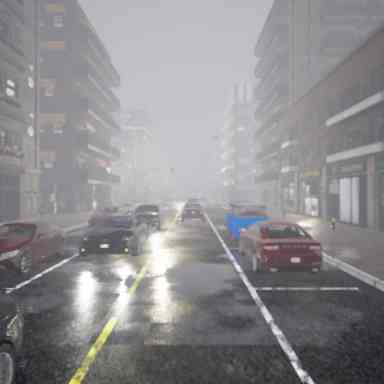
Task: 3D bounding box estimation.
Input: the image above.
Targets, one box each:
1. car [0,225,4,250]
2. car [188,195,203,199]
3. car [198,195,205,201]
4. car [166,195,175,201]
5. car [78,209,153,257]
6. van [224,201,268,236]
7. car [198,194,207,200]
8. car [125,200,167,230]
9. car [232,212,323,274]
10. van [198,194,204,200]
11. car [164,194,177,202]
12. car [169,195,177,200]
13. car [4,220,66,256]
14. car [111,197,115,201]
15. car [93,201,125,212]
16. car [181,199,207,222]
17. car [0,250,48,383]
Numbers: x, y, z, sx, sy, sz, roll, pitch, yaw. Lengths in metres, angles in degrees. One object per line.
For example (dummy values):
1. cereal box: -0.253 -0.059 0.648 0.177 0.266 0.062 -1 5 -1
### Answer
1. car: -5.317 1.317 4.851 2.192 1.841 5.009 0 0 0
2. car: 0.074 1.515 43.411 1.837 1.490 4.892 0 0 0
3. car: 2.517 1.579 87.559 1.802 1.307 4.206 0 0 0
4. car: -5.360 1.545 82.002 1.887 1.381 4.507 0 0 0
5. car: -2.835 1.570 12.793 1.994 1.385 4.181 0 0 0
6. van: 2.557 1.348 16.030 1.690 1.788 3.998 0 0 0
7. car: 2.523 1.569 76.455 1.947 1.339 4.313 0 0 0
8. car: -2.762 1.513 21.369 1.837 1.490 4.892 0 0 0
9. car: 2.560 1.550 10.442 1.887 1.381 4.507 0 0 0
10. van: 2.515 1.335 93.111 1.690 1.788 3.998 0 0 0
11. car: -5.357 1.317 76.450 2.192 1.841 5.009 0 0 0
12. car: -5.366 1.538 93.106 1.887 1.381 4.507 0 0 0
13. car: -5.321 1.586 10.438 1.802 1.307 4.206 0 0 0
14. car: -16.952 1.645 64.283 4.097 1.590 1.967 -1 1 0
15. car: -5.327 1.553 21.613 1.887 1.381 4.507 0 0 0
16. car: 0.084 1.557 26.704 2.033 1.411 5.357 0 0 0
17. car: -2.851 1.527 2.083 1.812 1.442 4.674 0 0 0
